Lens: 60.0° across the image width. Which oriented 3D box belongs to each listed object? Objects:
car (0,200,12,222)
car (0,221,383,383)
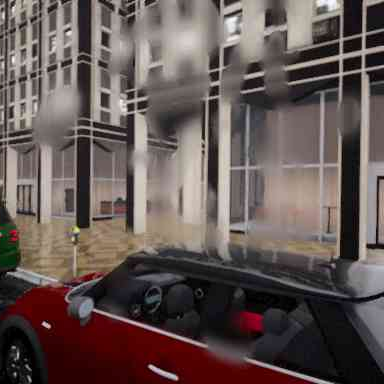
[{"bbox_3d":[-6.574,1.078,7.725,5.566,2.045,2.150,1,0,23],"label":"car"},{"bbox_3d":[-0.057,1.323,3.460,4.553,1.767,2.097,1,1,36],"label":"car"}]
